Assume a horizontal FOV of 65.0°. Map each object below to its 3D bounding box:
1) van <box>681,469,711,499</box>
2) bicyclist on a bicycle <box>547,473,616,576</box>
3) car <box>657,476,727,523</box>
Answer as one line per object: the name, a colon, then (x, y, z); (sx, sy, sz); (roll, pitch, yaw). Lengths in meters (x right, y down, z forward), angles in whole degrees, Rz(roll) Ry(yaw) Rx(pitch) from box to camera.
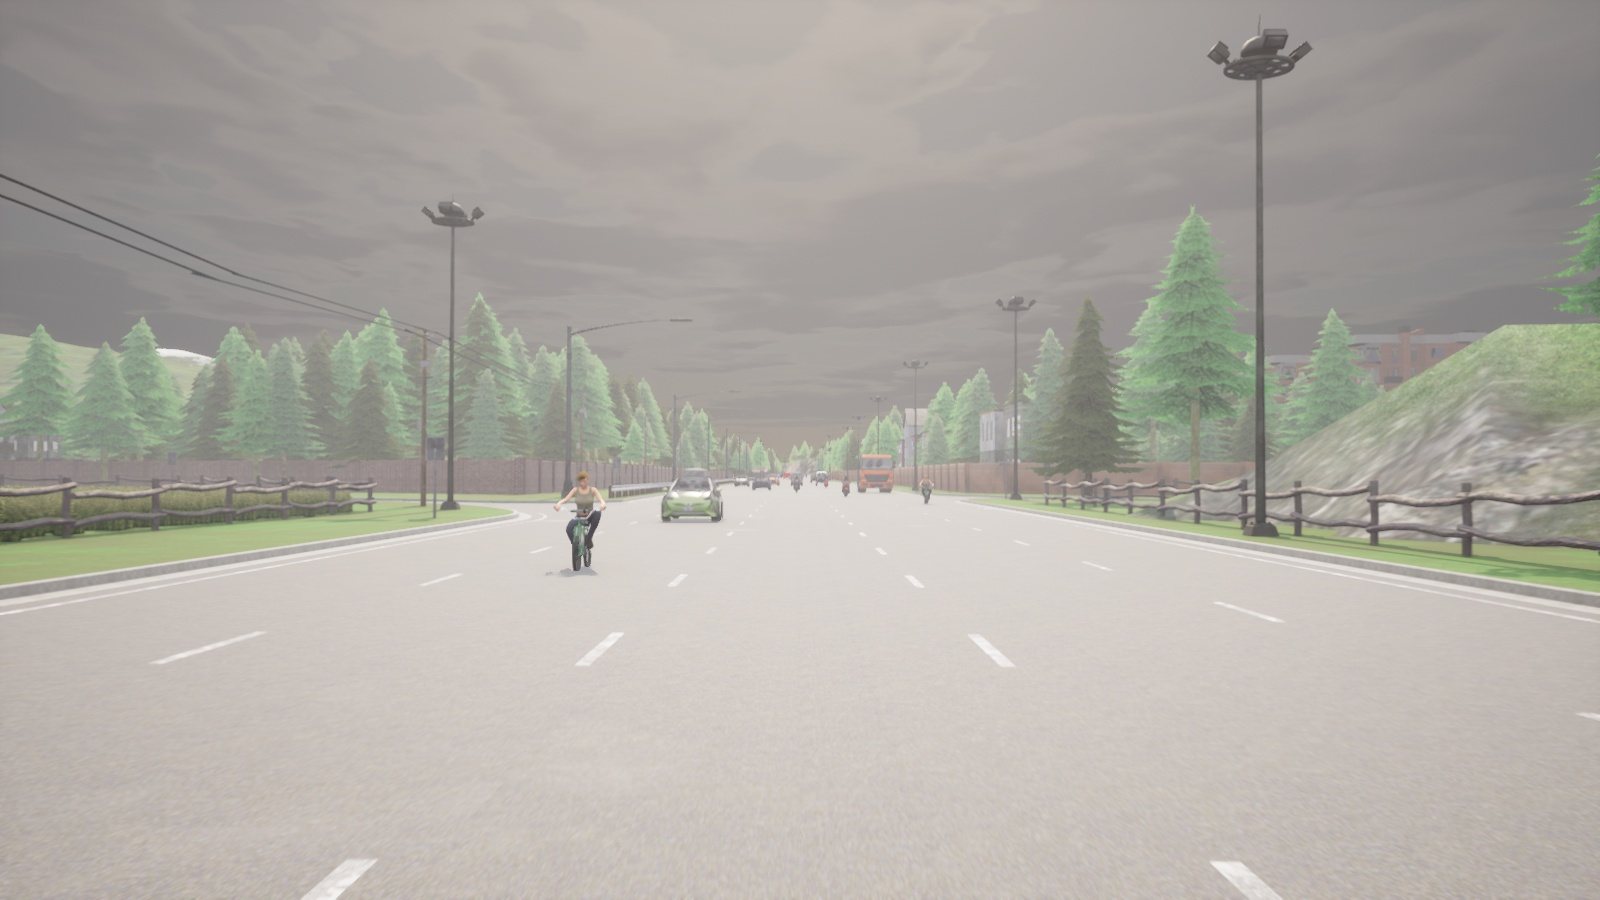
van: (-7.216, 2.364, 87.572); (1.775, 1.987, 4.442); (0, -1, 0)
bicyclist on a bicycle: (-3.546, 1.184, 20.522); (0.866, 1.612, 1.509); (0, -1, 0)
car: (-3.605, 1.640, 42.712); (2.007, 1.525, 4.514); (0, -1, 0)
